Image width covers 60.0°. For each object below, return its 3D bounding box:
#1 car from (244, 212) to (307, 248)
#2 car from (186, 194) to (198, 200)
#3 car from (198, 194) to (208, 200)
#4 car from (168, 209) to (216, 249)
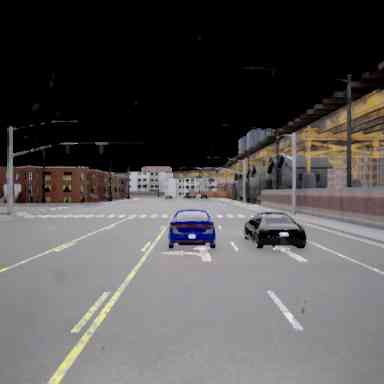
[{"bbox_3d":[3.500,1.571,14.650,1.994,1.385,4.181,0,0,0],"label":"car"},{"bbox_3d":[0.000,1.267,95.279,2.097,1.767,4.553,0,0,0],"label":"car"},{"bbox_3d":[3.500,1.391,95.335,1.882,1.535,5.008,0,0,0],"label":"car"},{"bbox_3d":[0.000,1.483,14.650,1.882,1.535,5.008,0,0,0],"label":"car"}]
